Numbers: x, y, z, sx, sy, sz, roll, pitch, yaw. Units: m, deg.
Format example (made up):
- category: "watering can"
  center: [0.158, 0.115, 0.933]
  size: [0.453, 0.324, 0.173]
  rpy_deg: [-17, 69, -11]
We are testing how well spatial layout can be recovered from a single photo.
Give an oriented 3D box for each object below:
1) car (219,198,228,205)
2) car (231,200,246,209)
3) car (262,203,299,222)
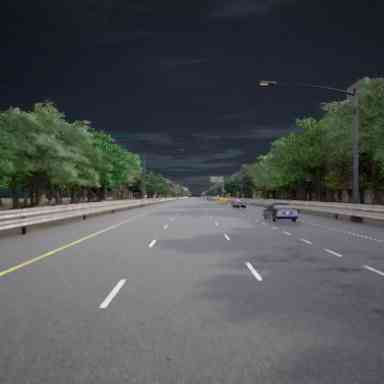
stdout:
- category: "car"
  center: [7.320, 2.150, 78.283]
  size: [1.882, 1.535, 5.008]
  rpy_deg: [0, -1, 0]
- category: "car"
  center: [7.137, 1.926, 51.722]
  size: [1.895, 1.301, 4.718]
  rpy_deg: [0, -1, 0]
- category: "car"
  center: [7.035, 1.630, 26.947]
  size: [2.033, 1.411, 5.357]
  rpy_deg: [0, 0, 0]
